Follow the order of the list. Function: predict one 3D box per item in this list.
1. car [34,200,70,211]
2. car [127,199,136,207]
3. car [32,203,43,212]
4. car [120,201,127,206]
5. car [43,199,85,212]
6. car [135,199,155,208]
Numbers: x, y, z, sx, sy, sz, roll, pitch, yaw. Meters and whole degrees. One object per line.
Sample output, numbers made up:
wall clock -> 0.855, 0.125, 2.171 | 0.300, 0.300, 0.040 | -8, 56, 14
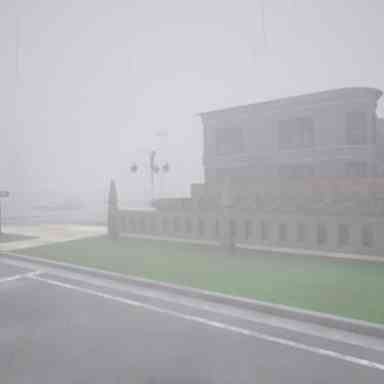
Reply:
car -> -20.725, 1.963, 49.439 | 1.812, 1.442, 4.674 | -1, 0, 36
car -> -8.759, 2.004, 59.865 | 1.895, 1.301, 4.718 | -1, 0, 37
car -> -19.354, 1.930, 45.392 | 1.812, 1.442, 4.674 | -1, 0, 36
car -> -11.055, 1.983, 62.624 | 2.033, 1.411, 5.357 | -1, 0, 37
car -> -16.434, 1.723, 43.462 | 2.097, 1.767, 4.553 | -1, 0, 36
car -> -6.862, 1.970, 56.561 | 1.895, 1.301, 4.718 | -1, 0, 36
